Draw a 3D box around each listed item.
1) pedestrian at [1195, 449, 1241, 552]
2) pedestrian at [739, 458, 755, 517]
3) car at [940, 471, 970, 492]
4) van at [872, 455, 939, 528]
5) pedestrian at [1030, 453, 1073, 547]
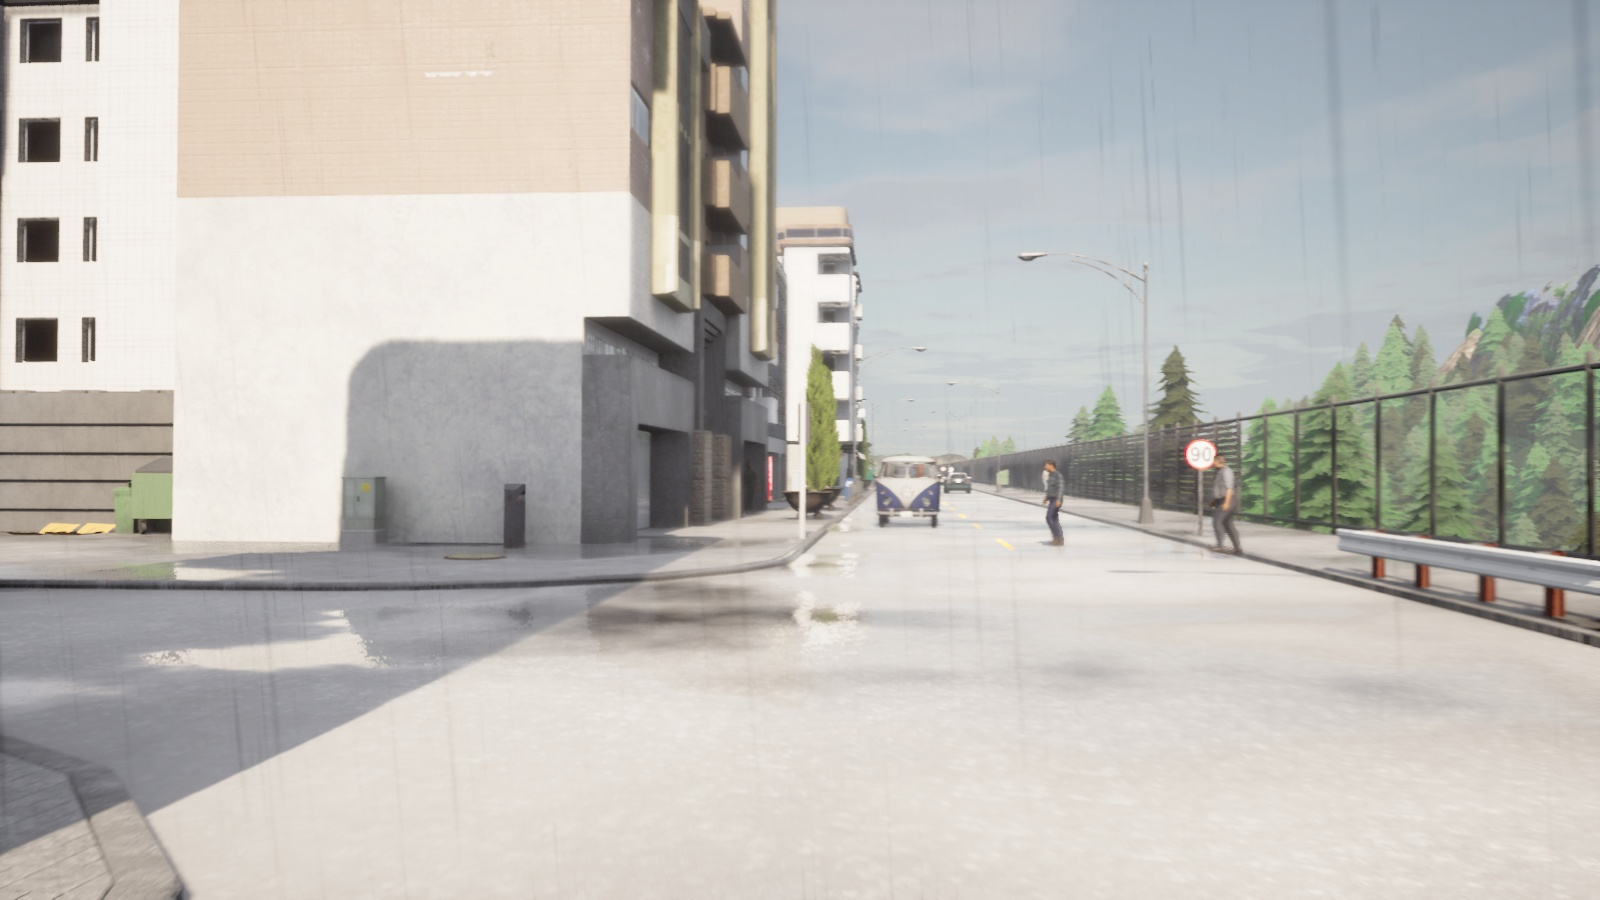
[{"bbox_3d":[7.558,0.906,22.710,0.694,1.848,0.540,0,-1,10],"label":"pedestrian"},{"bbox_3d":[-1.758,1.232,41.848,0.423,1.949,0.788,0,-1,5],"label":"pedestrian"},{"bbox_3d":[11.186,2.246,90.662,1.970,1.475,3.806,0,-1,4],"label":"car"},{"bbox_3d":[3.091,1.159,36.203,1.775,1.987,4.442,0,-1,7],"label":"van"},{"bbox_3d":[5.263,1.034,26.307,0.788,1.949,0.423,0,-1,-4],"label":"pedestrian"}]
